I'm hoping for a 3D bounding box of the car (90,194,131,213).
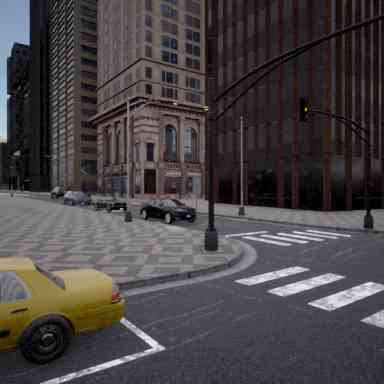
[{"bbox_3d":[-7.199,1.068,29.732,1.895,1.301,4.718,0,1,-36],"label":"car"}]

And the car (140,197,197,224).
[{"bbox_3d":[-1.661,1.128,21.996,1.882,1.535,5.008,0,1,-36],"label":"car"}]

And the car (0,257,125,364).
[{"bbox_3d":[-3.317,1.525,4.283,4.829,1.417,1.752,0,0,-35],"label":"car"}]

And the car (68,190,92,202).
[{"bbox_3d":[-16.019,0.575,47.460,1.882,1.535,5.008,0,1,-35],"label":"car"}]

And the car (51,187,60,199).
[{"bbox_3d":[-21.984,0.133,55.718,2.150,2.045,5.566,0,1,-36],"label":"car"}]

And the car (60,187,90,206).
[{"bbox_3d":[-13.202,0.623,38.134,2.097,1.767,4.553,0,1,-35],"label":"car"}]
